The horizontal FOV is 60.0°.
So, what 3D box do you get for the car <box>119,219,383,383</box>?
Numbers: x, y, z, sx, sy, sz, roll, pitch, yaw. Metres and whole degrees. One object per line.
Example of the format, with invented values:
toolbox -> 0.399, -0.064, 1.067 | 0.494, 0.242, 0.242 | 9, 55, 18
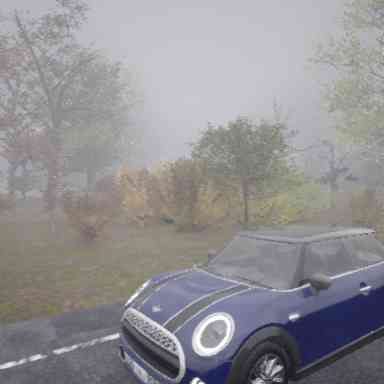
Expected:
car -> 1.271, 1.346, 4.899 | 4.553, 1.767, 2.097 | 0, 0, -35
